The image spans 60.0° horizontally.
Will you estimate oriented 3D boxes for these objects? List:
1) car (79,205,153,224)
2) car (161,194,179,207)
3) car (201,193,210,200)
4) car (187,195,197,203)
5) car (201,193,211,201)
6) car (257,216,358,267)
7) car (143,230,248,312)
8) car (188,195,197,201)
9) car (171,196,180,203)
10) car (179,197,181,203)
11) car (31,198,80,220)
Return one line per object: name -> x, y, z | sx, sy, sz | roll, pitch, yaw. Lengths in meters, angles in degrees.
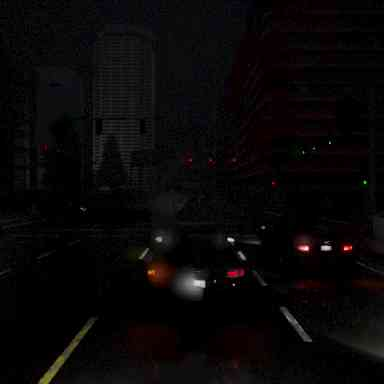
car -> -5.185, 1.583, 23.752 | 4.718, 1.301, 1.895 | 0, 0, 0
car -> -3.554, 1.491, 50.726 | 2.128, 1.511, 4.902 | 0, 0, 0
car -> 3.574, 1.207, 90.442 | 2.150, 2.045, 5.566 | 0, 0, 0
car -> 0.085, 1.501, 71.071 | 1.837, 1.490, 4.892 | 0, 0, 0
car -> 3.566, 1.493, 80.558 | 1.837, 1.490, 4.892 | 0, 0, 0
car -> 3.599, 1.547, 11.398 | 2.033, 1.411, 5.357 | 0, 0, 0
car -> 0.075, 1.564, 7.778 | 1.994, 1.385, 4.181 | 0, 0, 0
car -> 0.066, 1.534, 81.417 | 2.033, 1.411, 5.357 | 0, 0, 0
car -> -3.443, 1.524, 70.629 | 1.812, 1.442, 4.674 | 0, 0, 0
car -> -3.521, 1.352, 60.650 | 2.097, 1.767, 4.553 | 0, 0, 0
car -> -10.528, 1.322, 27.215 | 4.553, 1.767, 2.097 | 1, 0, 0
